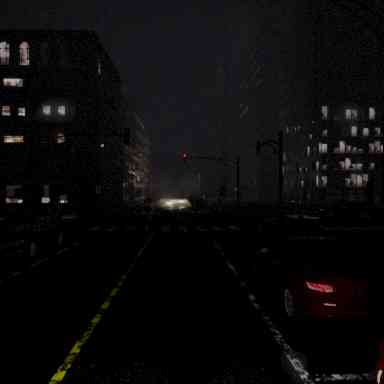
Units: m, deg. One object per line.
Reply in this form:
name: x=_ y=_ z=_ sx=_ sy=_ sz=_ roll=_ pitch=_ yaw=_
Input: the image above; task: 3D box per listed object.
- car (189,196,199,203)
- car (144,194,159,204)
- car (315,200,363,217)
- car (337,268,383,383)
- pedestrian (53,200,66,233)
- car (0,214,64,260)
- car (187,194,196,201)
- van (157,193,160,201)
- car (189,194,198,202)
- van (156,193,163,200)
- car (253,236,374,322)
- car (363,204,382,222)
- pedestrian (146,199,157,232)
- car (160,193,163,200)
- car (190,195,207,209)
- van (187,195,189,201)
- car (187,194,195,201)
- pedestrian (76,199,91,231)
car: x=0.331 y=1.479 z=67.606 sx=1.887 sy=1.381 sz=4.507 roll=-1 pitch=0 yaw=-2
car: x=-7.815 y=1.510 z=61.643 sx=1.947 sy=1.339 sz=4.313 roll=-1 pitch=0 yaw=-2
car: x=14.068 y=1.543 z=31.099 sx=4.892 sy=1.490 sz=1.837 roll=0 pitch=1 yaw=-1
car: x=2.648 y=1.544 z=1.418 sx=1.887 sy=1.381 sz=4.507 roll=-1 pitch=0 yaw=-2
pedestrian: x=-7.179 y=1.287 z=17.878 sx=0.375 sy=1.860 sz=0.375 roll=-1 pitch=1 yaw=-2
car: x=-6.111 y=1.546 z=12.248 sx=2.008 sy=1.369 sz=4.403 roll=-1 pitch=0 yaw=-2
car: x=-0.059 y=1.353 z=78.890 sx=1.967 sy=1.590 sz=4.097 roll=-1 pitch=0 yaw=-2
van: x=-8.013 y=1.276 z=67.285 sx=1.690 sy=1.788 sz=3.998 roll=-1 pitch=0 yaw=-2
car: x=0.914 y=1.401 z=50.678 sx=1.967 sy=1.590 sz=4.097 roll=-1 pitch=0 yaw=-2
van: x=-8.791 y=1.229 z=89.857 sx=1.690 sy=1.788 sz=3.998 roll=-1 pitch=0 yaw=-2
car: x=2.456 y=1.579 z=6.996 sx=1.802 sy=1.307 sz=4.206 roll=-1 pitch=0 yaw=-2
car: x=15.873 y=1.690 z=25.220 sx=4.403 sy=1.369 sz=2.008 roll=0 pitch=1 yaw=-1
pedestrian: x=-2.301 y=1.286 z=18.650 sx=0.375 sy=1.860 sz=0.375 roll=-1 pitch=1 yaw=-2
car: x=-8.399 y=1.458 z=78.570 sx=1.887 sy=1.381 sz=4.507 roll=-1 pitch=0 yaw=-2
car: x=1.110 y=1.513 z=45.036 sx=1.887 sy=1.381 sz=4.507 roll=-1 pitch=0 yaw=-2
van: x=0.524 y=1.285 z=61.963 sx=1.690 sy=1.788 sz=3.998 roll=-1 pitch=0 yaw=-2
car: x=-0.248 y=1.341 z=84.533 sx=1.967 sy=1.590 sz=4.097 roll=-1 pitch=0 yaw=-2
pedestrian: x=-6.229 y=1.286 z=19.112 sx=0.375 sy=1.860 sz=0.375 roll=-1 pitch=1 yaw=-2
